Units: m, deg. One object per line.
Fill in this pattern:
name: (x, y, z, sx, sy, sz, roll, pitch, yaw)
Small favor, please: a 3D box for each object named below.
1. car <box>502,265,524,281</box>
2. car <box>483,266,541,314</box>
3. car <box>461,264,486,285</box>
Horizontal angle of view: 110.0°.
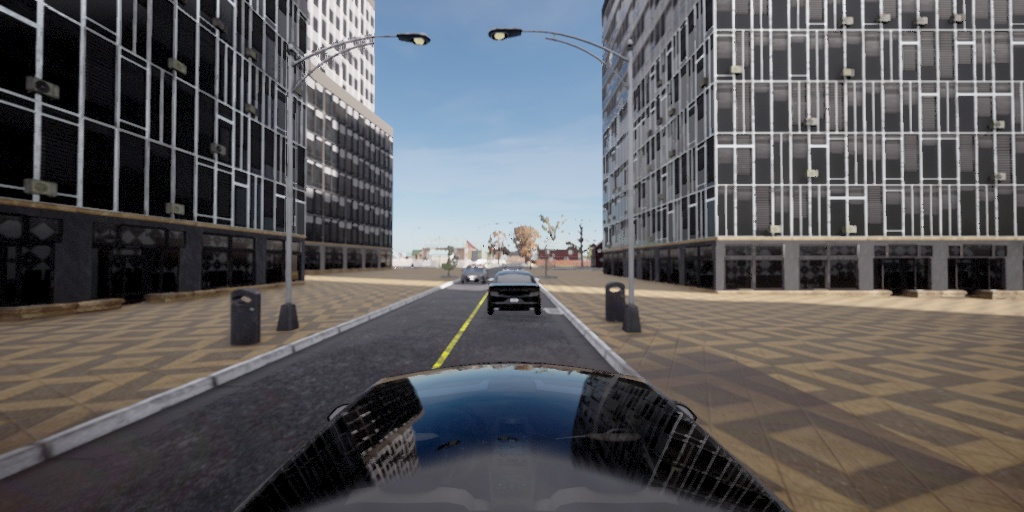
car: (0.088, 1.560, 33.559, 1.895, 1.301, 4.718, 0, 0, 0)
car: (0.083, 1.306, 14.248, 1.882, 1.535, 5.008, 0, 0, 0)
car: (-2.856, 1.413, 28.179, 2.128, 1.511, 4.902, 0, 0, 0)
